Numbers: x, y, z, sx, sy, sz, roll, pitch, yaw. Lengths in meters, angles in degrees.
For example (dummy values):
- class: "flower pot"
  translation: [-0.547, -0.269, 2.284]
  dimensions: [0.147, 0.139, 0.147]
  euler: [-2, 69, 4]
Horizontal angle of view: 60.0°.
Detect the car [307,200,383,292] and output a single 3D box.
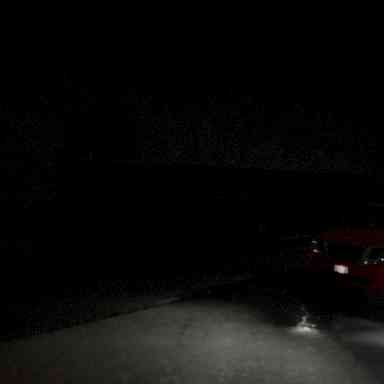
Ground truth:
- class: "car"
  translation: [5.282, 1.222, 8.319]
  dimensions: [5.566, 2.045, 2.150]
  euler: [0, 0, -35]
